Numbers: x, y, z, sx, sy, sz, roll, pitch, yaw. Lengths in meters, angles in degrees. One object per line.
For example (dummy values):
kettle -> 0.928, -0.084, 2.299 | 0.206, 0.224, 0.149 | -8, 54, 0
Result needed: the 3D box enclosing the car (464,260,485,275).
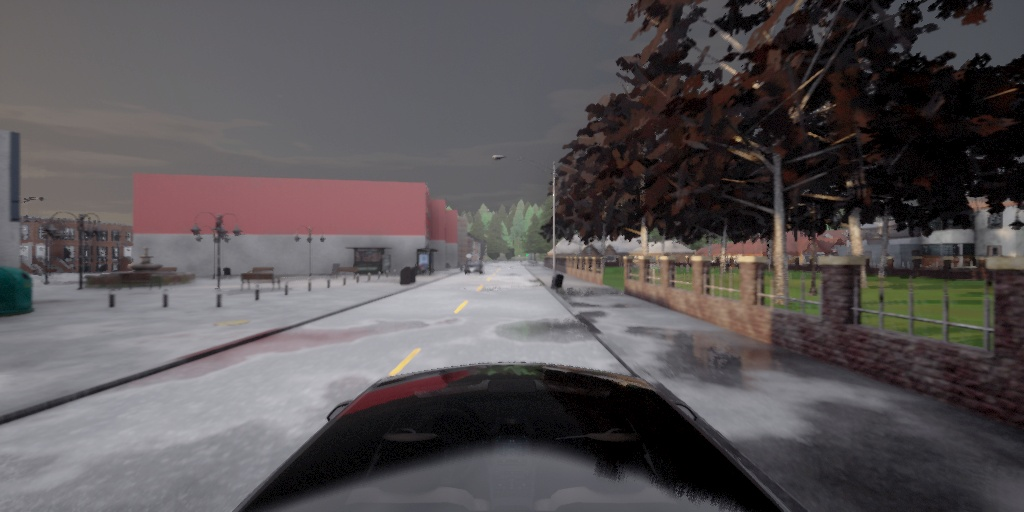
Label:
car -> -4.033, 1.245, 38.922 | 2.128, 1.511, 4.902 | 0, 0, 0
